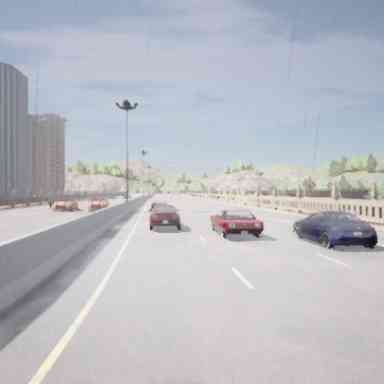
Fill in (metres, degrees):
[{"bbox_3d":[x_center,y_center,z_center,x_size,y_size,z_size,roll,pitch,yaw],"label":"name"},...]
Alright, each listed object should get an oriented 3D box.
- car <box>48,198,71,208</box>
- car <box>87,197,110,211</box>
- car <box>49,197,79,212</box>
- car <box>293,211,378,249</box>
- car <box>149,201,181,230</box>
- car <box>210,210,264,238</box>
[{"bbox_3d":[-19.012,1.598,47.938,1.895,1.301,4.718,0,0,-6],"label":"car"},{"bbox_3d":[-11.045,1.333,39.553,2.097,1.767,4.553,0,0,-6],"label":"car"},{"bbox_3d":[-14.394,1.347,37.993,2.097,1.767,4.553,0,0,-6],"label":"car"},{"bbox_3d":[5.979,1.521,14.374,1.994,1.385,4.181,0,0,-6],"label":"car"},{"bbox_3d":[-1.708,1.501,20.769,1.812,1.442,4.674,0,0,-6],"label":"car"},{"bbox_3d":[2.171,1.567,17.441,1.895,1.301,4.718,0,0,-6],"label":"car"}]
